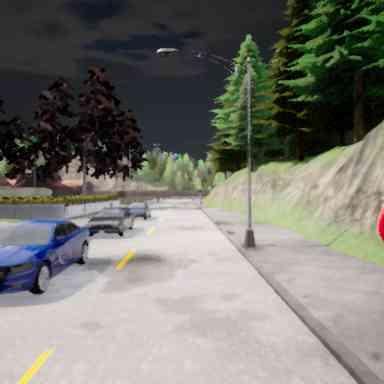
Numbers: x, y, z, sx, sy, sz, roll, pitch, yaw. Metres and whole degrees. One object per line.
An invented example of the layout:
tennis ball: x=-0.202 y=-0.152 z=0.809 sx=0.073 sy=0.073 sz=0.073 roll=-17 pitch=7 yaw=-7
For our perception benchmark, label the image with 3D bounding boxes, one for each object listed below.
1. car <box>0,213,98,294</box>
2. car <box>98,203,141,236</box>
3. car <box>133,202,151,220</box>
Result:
car: x=-4.263 y=1.514 z=9.058 sx=1.882 sy=1.535 sz=5.008 roll=0 pitch=0 yaw=-1
car: x=-4.464 y=1.600 z=18.950 sx=2.033 sy=1.411 sz=5.357 roll=0 pitch=0 yaw=-1
car: x=-4.645 y=1.595 z=28.863 sx=1.812 sy=1.442 sz=4.674 roll=0 pitch=0 yaw=-1
